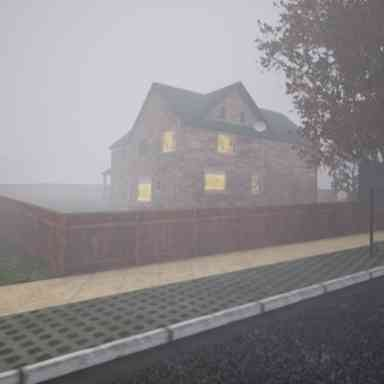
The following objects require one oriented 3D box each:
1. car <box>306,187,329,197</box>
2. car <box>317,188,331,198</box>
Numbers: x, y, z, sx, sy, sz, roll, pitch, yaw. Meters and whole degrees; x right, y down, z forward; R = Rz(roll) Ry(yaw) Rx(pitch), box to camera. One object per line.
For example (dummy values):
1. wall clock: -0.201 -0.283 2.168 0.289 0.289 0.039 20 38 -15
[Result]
1. car: 21.310 -0.028 56.615 1.812 1.442 4.674 1 2 -3
2. car: 18.973 0.242 48.164 1.994 1.385 4.181 1 2 -3
